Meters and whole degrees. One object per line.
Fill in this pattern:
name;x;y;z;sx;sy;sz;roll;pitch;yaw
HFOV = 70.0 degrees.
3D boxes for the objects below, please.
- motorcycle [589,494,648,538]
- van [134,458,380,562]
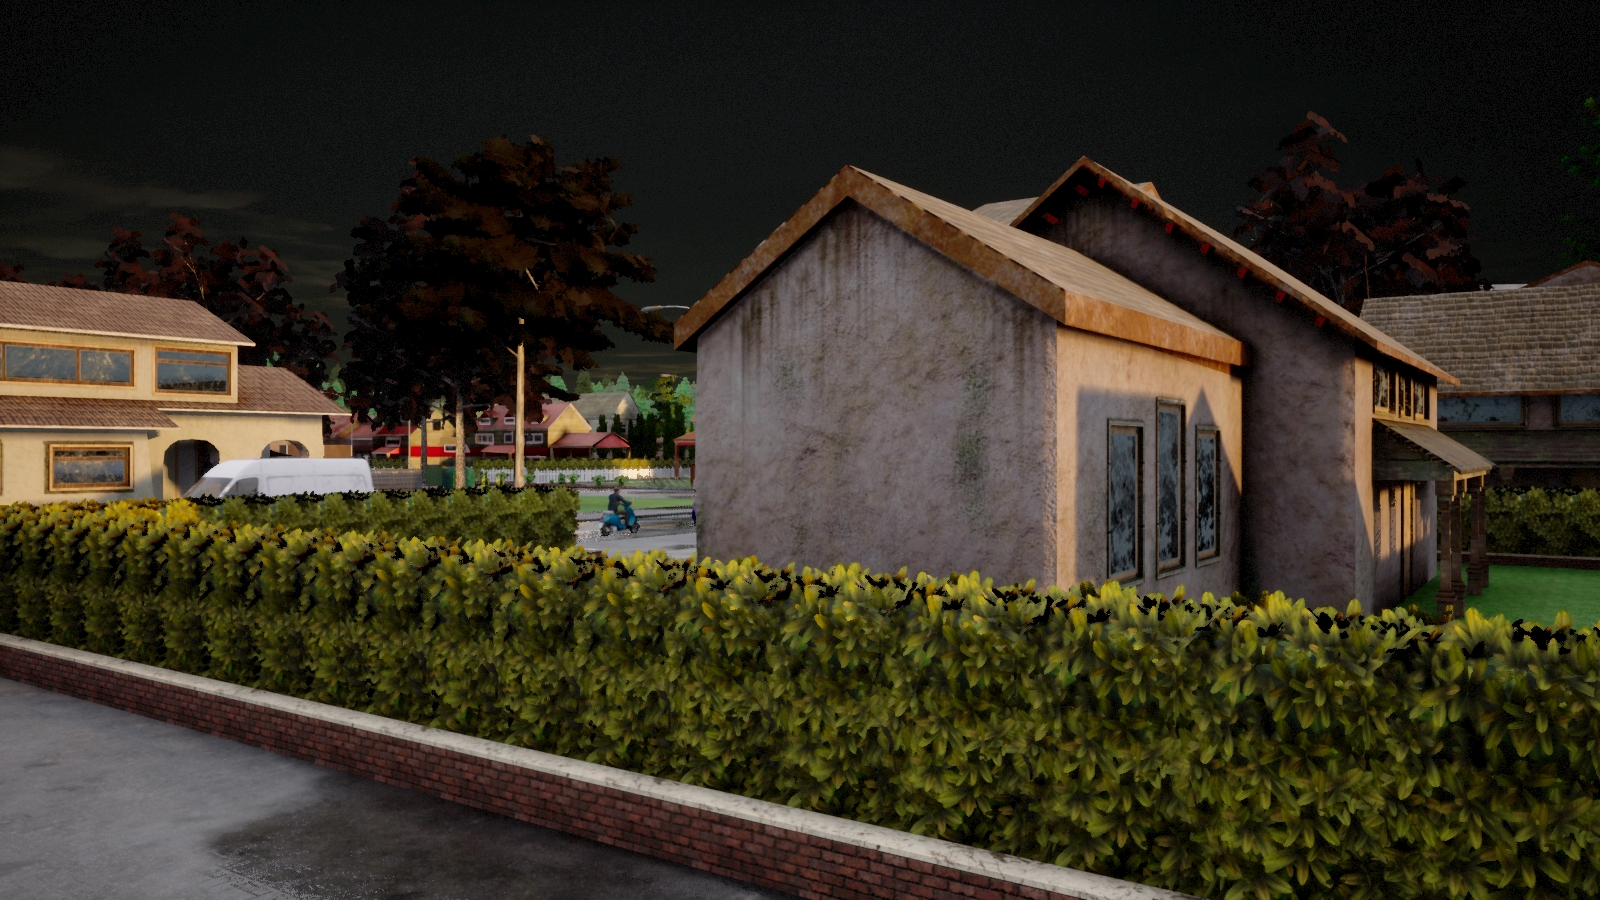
motorcycle;-5.907;2.132;37.253;0.856;1.316;1.805;0;0;35
van;-14.782;1.523;31.515;1.988;2.561;5.915;0;0;35
